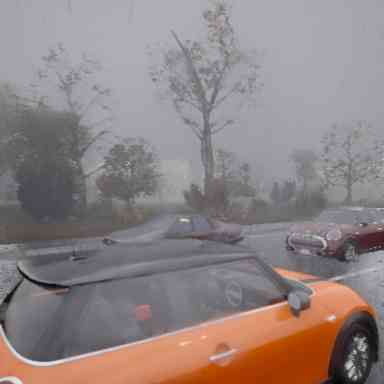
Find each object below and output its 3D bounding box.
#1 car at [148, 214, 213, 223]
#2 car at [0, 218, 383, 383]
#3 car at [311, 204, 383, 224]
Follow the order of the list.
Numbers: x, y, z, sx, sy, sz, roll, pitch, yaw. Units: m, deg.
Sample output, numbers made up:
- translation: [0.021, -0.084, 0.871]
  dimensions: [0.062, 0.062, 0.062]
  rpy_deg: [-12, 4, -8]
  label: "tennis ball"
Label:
- translation: [-0.503, 1.527, 12.131]
  dimensions: [5.357, 1.411, 2.033]
  rpy_deg: [0, 0, -35]
  label: "car"
- translation: [0.117, 1.347, 3.752]
  dimensions: [4.553, 1.767, 2.097]
  rpy_deg: [0, 0, -35]
  label: "car"
- translation: [5.490, 1.333, 11.983]
  dimensions: [4.553, 1.767, 2.097]
  rpy_deg: [0, 0, -34]
  label: "car"
